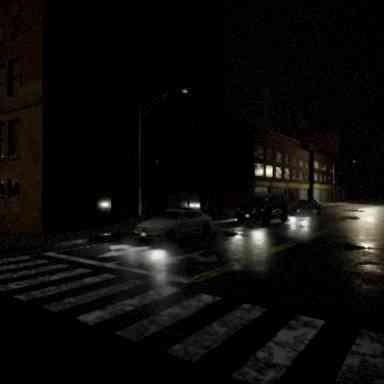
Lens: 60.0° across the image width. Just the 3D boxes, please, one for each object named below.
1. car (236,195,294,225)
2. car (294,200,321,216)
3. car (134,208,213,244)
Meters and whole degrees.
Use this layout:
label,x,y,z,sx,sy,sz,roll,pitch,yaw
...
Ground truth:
label,x,y,z,sx,sy,sz,roll,pitch,yaw
car,5.306,1.235,24.514,2.150,2.045,5.566,0,0,36
car,11.346,1.520,33.011,2.128,1.511,4.902,0,0,35
car,-0.722,1.524,16.017,1.812,1.442,4.674,0,0,35
